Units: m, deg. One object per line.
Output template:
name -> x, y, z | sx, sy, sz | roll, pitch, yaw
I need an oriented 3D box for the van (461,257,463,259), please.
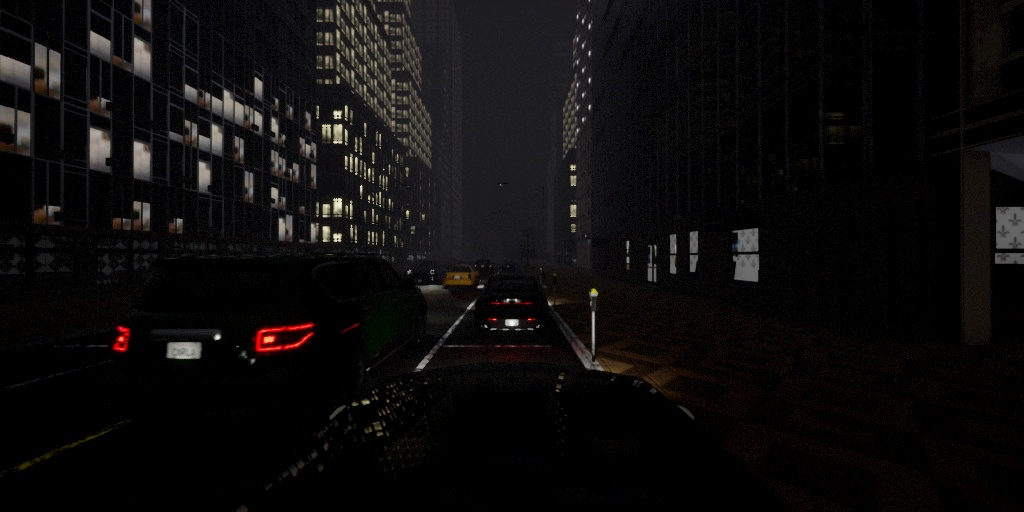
van -> -8.836, 1.064, 57.496 | 1.690, 1.789, 3.998 | 0, 0, 0

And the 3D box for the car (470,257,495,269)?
car -> -3.046, 1.088, 39.583 | 2.097, 1.767, 4.553 | 0, 0, 0

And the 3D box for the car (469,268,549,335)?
car -> 0.000, 1.253, 10.499 | 1.837, 1.490, 4.892 | 0, 0, 0

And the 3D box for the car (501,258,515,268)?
car -> -0.455, 1.298, 46.099 | 1.948, 1.339, 4.313 | 0, 0, 0

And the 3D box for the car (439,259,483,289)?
car -> -3.148, 1.202, 23.201 | 1.801, 1.575, 5.366 | 0, 0, 0

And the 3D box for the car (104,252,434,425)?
car -> -3.051, 0.972, 6.022 | 2.150, 2.045, 5.566 | 0, 0, 0

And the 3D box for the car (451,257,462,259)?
car -> -8.836, 1.273, 51.803 | 1.888, 1.381, 4.507 | 0, 0, 0

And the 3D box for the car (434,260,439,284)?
car -> -6.244, 1.096, 26.490 | 2.097, 1.767, 4.553 | 0, 0, 0
